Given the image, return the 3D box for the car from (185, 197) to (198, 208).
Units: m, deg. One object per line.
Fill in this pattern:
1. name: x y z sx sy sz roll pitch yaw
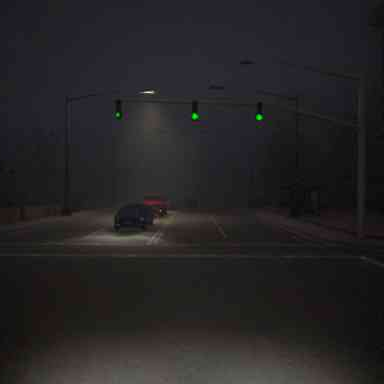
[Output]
1. car: -0.052 1.465 47.932 2.128 1.511 4.902 0 0 0

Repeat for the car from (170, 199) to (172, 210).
1. car: -3.623 1.307 41.775 2.097 1.767 4.553 0 0 0

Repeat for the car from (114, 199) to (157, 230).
1. car: -3.604 1.473 21.306 1.882 1.535 5.008 0 0 0

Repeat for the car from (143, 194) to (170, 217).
1. car: -3.604 1.197 31.443 2.150 2.045 5.566 0 0 1
